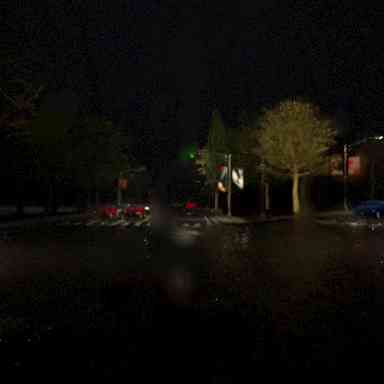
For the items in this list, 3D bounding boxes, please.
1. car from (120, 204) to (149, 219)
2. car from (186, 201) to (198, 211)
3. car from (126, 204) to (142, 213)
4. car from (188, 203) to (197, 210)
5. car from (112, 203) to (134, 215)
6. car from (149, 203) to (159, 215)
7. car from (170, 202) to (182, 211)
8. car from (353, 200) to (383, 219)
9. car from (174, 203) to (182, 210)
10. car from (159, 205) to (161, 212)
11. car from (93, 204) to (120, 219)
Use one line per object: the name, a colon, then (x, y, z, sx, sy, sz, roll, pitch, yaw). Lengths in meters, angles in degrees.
car: (-6.474, 2.191, 37.832, 1.882, 1.535, 5.008, 1, -1, 0)
car: (0.041, 2.791, 66.870, 2.150, 2.045, 5.566, 1, -2, 0)
car: (-9.718, 2.760, 56.367, 1.895, 1.301, 4.718, 1, -2, 0)
car: (0.041, 3.373, 77.248, 2.033, 1.411, 5.357, 1, -2, 0)
car: (-9.731, 2.407, 47.337, 2.128, 1.511, 4.902, 1, -1, 0)
car: (-6.478, 2.515, 47.752, 2.033, 1.411, 5.357, 1, -1, 0)
car: (-3.211, 2.890, 67.200, 2.097, 1.767, 4.553, 1, -2, 0)
car: (16.048, 1.499, 29.450, 5.008, 1.535, 1.882, 0, 0, -43)
car: (-3.208, 3.292, 77.252, 1.837, 1.490, 4.892, 1, -2, 0)
car: (-6.466, 2.749, 57.995, 1.837, 1.490, 4.892, 1, -2, 0)
car: (-9.724, 2.151, 37.834, 1.882, 1.535, 5.008, 1, -1, 0)
